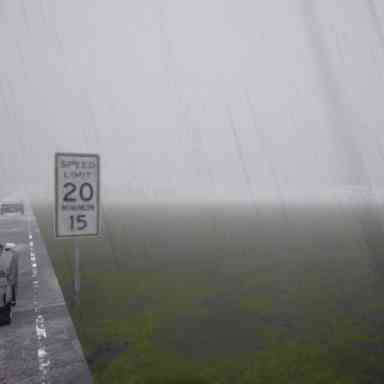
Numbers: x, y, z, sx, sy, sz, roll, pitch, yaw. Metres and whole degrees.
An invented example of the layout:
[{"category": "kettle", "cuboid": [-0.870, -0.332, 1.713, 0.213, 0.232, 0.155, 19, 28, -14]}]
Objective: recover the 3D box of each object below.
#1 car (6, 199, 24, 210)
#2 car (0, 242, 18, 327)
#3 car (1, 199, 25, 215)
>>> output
[{"category": "car", "cuboid": [-22.649, 1.558, 42.763, 1.895, 1.301, 4.718, 0, 0, -26]}, {"category": "car", "cuboid": [-4.554, 1.562, 6.526, 1.994, 1.385, 4.181, 0, 0, -27]}, {"category": "car", "cuboid": [-17.919, 1.454, 33.393, 1.882, 1.535, 5.008, 0, 0, -26]}]
